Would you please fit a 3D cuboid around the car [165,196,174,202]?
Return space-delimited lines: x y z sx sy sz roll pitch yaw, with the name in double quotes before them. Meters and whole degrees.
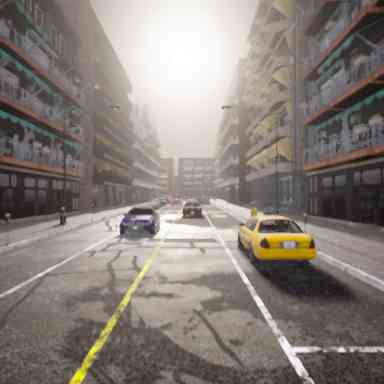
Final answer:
"car" -5.334 1.640 79.596 1.752 1.417 4.829 1 0 0

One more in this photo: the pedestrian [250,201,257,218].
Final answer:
"pedestrian" 2.745 1.307 14.944 0.375 1.860 0.375 1 -1 0

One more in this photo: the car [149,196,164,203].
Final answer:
"car" -5.320 1.574 46.212 1.752 1.417 4.829 1 0 0

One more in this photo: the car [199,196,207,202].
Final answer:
"car" 2.546 1.697 79.798 1.802 1.307 4.206 1 0 0

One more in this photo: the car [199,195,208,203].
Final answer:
"car" 2.550 1.541 74.234 1.967 1.590 4.097 1 0 0

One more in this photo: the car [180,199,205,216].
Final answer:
"car" 0.052 1.633 32.790 1.895 1.301 4.718 0 0 0

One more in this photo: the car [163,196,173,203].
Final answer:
"car" -5.331 1.626 74.032 1.752 1.417 4.829 1 0 0

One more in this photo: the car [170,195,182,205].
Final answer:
"car" -2.820 1.422 60.050 2.097 1.767 4.553 0 0 1

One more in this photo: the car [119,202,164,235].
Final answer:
"car" -2.857 1.542 19.053 1.812 1.442 4.674 0 0 0

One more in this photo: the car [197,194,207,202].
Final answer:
"car" 2.547 1.446 85.363 2.192 1.841 5.009 1 0 0

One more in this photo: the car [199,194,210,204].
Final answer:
"car" 2.553 1.601 63.278 1.752 1.417 4.829 1 0 0

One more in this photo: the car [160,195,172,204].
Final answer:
"car" -5.328 1.528 68.639 1.967 1.590 4.097 1 0 0

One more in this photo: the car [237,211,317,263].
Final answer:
"car" 2.746 1.466 11.937 1.801 1.575 5.366 0 0 0

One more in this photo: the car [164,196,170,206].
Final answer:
"car" -5.325 1.631 57.509 1.947 1.339 4.313 1 0 0

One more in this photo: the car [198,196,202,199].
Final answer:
"car" 0.024 1.612 45.720 1.994 1.385 4.181 0 0 0
